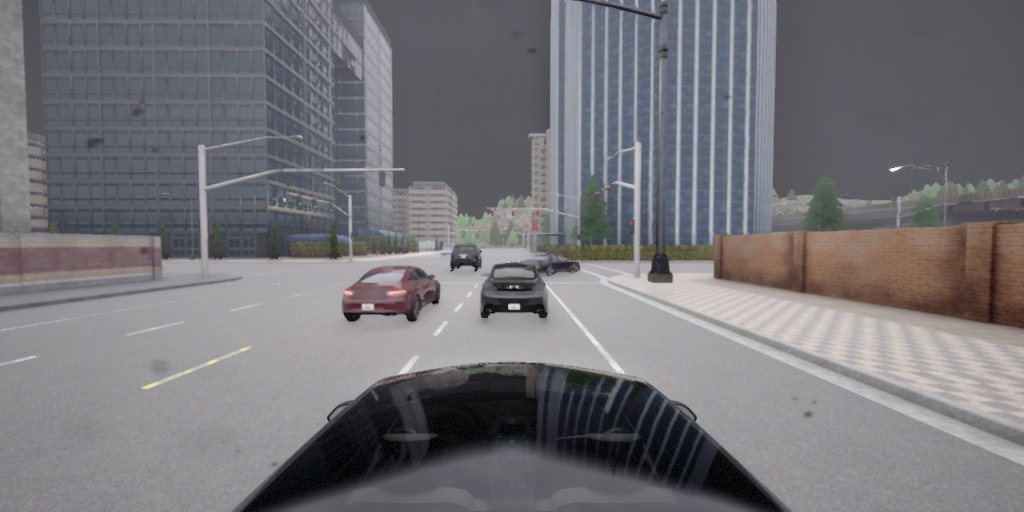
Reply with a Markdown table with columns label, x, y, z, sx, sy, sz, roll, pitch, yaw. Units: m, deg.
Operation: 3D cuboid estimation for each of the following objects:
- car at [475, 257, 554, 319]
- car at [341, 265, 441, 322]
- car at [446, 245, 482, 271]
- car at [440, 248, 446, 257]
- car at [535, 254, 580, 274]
| label | x | y | z | sx | sy | sz | roll | pitch | yaw |
| --- | --- | --- | --- | --- | --- | --- | --- | --- | --- |
| car | 0.064 | 0.955 | 11.318 | 1.837 | 1.490 | 4.892 | 0 | 1 | 0 |
| car | -3.437 | 0.991 | 10.874 | 1.812 | 1.442 | 4.674 | 0 | 2 | 0 |
| car | -3.700 | 0.108 | 29.470 | 2.150 | 2.045 | 5.566 | 0 | 2 | -1 |
| car | -11.487 | -0.630 | 63.111 | 1.812 | 1.442 | 4.674 | 0 | 2 | 0 |
| car | 2.681 | 0.581 | 24.778 | 2.033 | 1.411 | 5.357 | 1 | 2 | 40 |
